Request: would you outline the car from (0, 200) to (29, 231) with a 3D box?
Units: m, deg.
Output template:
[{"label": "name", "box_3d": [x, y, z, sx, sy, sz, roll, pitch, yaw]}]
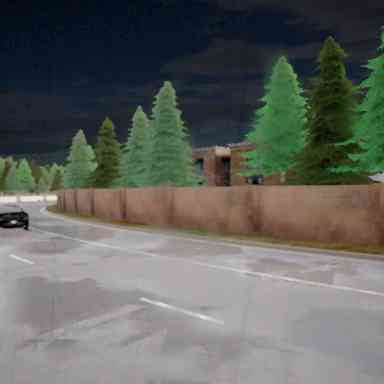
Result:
[{"label": "car", "box_3d": [-11.393, 1.502, 20.163, 1.882, 1.535, 5.008, 0, 0, -40]}]
